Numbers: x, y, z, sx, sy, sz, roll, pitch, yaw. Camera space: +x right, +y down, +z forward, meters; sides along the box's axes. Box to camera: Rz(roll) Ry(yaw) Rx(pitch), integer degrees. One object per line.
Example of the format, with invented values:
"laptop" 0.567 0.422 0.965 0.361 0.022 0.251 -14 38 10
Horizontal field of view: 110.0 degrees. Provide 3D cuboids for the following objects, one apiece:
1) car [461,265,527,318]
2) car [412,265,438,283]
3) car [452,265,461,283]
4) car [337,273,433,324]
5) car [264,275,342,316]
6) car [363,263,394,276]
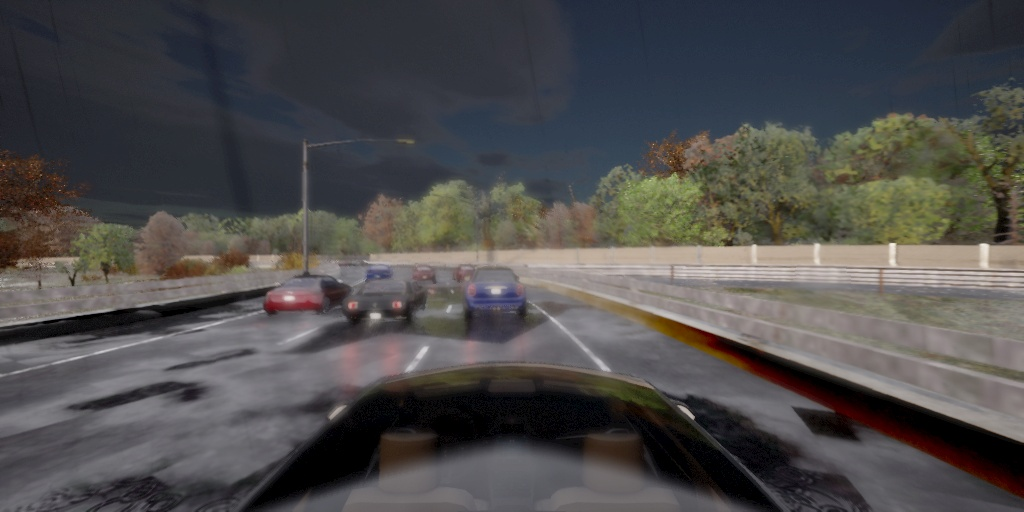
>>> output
"car" -0.738 1.177 13.692 2.097 1.767 4.553 0 0 -6
"car" -7.415 1.489 30.253 1.812 1.442 4.674 0 0 -15
"car" -3.979 1.473 30.893 1.812 1.442 4.674 0 0 -15
"car" -4.085 1.439 12.420 1.895 1.301 4.718 0 0 -5
"car" -7.824 1.434 14.234 1.994 1.385 4.181 0 0 -7
"car" -11.013 1.462 30.149 1.882 1.535 5.008 0 0 -15
